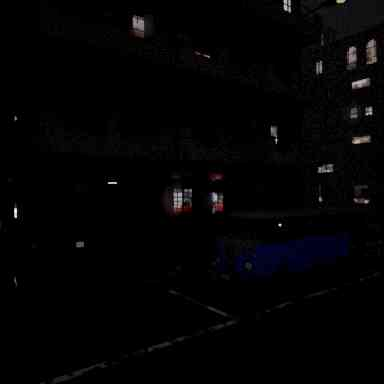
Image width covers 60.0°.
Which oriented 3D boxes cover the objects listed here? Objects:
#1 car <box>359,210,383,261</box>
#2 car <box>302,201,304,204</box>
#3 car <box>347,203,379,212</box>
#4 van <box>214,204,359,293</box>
[{"bbox_3d":[6.824,1.549,11.936,4.403,1.369,2.008,0,-1,-37],"label":"car"},{"bbox_3d":[11.562,1.360,40.949,1.887,1.381,4.507,-1,1,-37],"label":"car"},{"bbox_3d":[13.363,1.558,28.519,1.895,1.301,4.718,-1,1,-35],"label":"car"},{"bbox_3d":[2.393,1.340,8.546,3.998,1.788,1.690,0,-1,-37],"label":"van"}]
